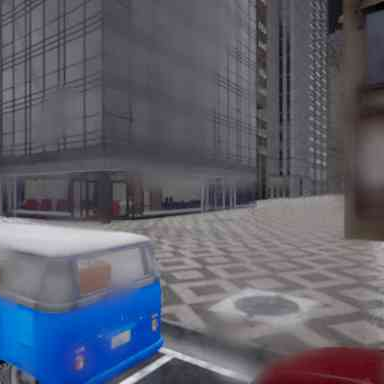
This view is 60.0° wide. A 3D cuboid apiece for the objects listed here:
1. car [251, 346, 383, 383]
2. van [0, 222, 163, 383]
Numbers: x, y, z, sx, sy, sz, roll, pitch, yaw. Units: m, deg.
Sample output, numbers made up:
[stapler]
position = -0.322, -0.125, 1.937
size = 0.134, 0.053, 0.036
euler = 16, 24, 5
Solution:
[car]
position = 2.318, 1.533, 1.420
size = 4.507, 1.381, 1.887
euler = -1, 0, 35
[van]
position = -2.282, 1.383, 4.699
size = 3.998, 1.788, 1.690
euler = -1, 0, 35
